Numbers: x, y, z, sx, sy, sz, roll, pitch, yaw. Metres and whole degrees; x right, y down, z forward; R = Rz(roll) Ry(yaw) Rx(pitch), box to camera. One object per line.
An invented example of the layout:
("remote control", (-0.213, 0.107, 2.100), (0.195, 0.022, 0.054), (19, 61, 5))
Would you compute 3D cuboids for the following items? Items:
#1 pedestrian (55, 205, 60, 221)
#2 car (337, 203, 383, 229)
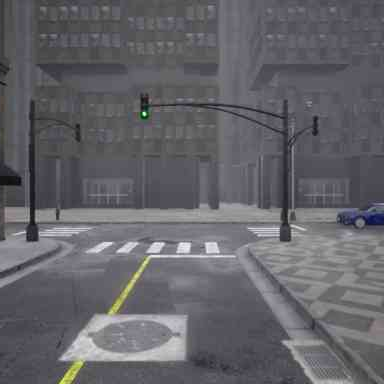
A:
("pedestrian", (-9.827, 1.532, 24.340), (0.500, 1.100, 0.500), (0, 0, 1))
("car", (11.803, 1.459, 21.055), (5.008, 1.535, 1.882), (0, 0, 1))
